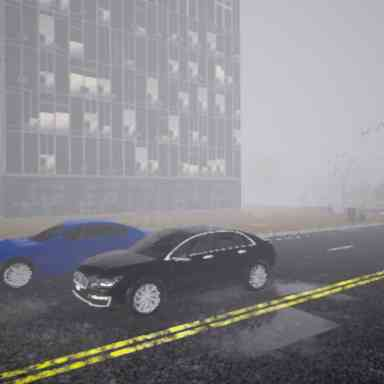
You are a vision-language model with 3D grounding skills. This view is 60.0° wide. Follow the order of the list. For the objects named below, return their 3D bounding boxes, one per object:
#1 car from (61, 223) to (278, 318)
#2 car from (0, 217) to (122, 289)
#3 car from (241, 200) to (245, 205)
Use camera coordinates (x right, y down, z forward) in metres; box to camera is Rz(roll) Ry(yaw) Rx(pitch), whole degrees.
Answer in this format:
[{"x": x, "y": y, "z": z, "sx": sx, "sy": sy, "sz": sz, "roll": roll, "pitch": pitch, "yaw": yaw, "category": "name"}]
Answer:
[{"x": -0.130, "y": 1.543, "z": 7.585, "sx": 4.892, "sy": 1.490, "sz": 1.837, "roll": 1, "pitch": 0, "yaw": -36, "category": "car"}, {"x": -3.233, "y": 1.502, "z": 9.363, "sx": 5.008, "sy": 1.535, "sz": 1.882, "roll": 1, "pitch": 0, "yaw": -35, "category": "car"}, {"x": 9.073, "y": 2.010, "z": 69.975, "sx": 2.128, "sy": 1.511, "sz": 4.902, "roll": 0, "pitch": 0, "yaw": -33, "category": "car"}]
